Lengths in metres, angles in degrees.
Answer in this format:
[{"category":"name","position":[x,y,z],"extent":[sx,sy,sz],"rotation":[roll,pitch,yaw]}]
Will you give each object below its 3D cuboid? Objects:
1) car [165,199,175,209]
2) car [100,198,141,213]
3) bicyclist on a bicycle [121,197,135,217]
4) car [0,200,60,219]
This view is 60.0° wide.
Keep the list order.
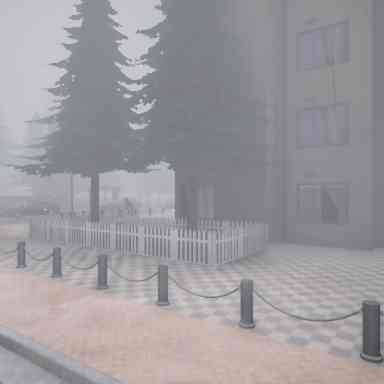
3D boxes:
[{"category":"car","position":[-1.661,1.510,45.100],"extent":[1.812,1.442,4.674],"rotation":[0,0,37]},{"category":"car","position":[-7.871,1.462,36.968],"extent":[1.882,1.535,5.008],"rotation":[0,0,37]},{"category":"bicyclist on a bicycle","position":[-5.388,1.285,27.873],"extent":[1.656,1.620,0.582],"rotation":[0,0,37]},{"category":"car","position":[-13.994,1.476,28.913],"extent":[2.128,1.511,4.902],"rotation":[0,0,37]}]
